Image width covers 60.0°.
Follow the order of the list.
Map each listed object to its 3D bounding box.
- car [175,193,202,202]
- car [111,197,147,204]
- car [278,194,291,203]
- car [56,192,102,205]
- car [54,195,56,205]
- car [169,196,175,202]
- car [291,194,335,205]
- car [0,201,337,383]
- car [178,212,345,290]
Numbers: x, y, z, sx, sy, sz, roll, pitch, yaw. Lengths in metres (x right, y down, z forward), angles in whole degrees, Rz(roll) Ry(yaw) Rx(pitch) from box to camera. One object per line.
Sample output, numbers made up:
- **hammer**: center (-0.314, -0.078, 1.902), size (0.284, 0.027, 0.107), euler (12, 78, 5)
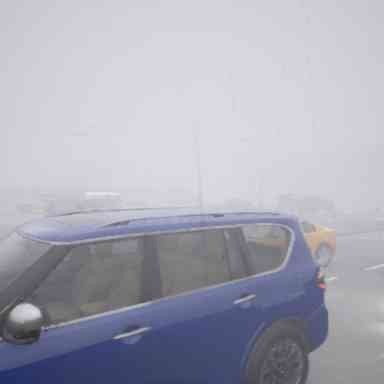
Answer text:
- **car**: center (-0.208, 1.150, 52.936), size (3.866, 1.878, 1.905), euler (0, 0, -35)
- **car**: center (-4.658, 1.392, 29.056), size (3.806, 1.475, 1.970), euler (0, 0, -35)
- **car**: center (11.162, 1.152, 36.941), size (3.866, 1.878, 1.905), euler (0, 0, -35)
- **car**: center (-14.495, 1.148, 42.795), size (4.605, 1.855, 1.932), euler (0, 0, -35)
- **car**: center (-16.116, 1.358, 45.196), size (3.905, 1.438, 1.784), euler (0, 0, -35)
- **car**: center (-1.872, 1.389, 55.305), size (3.806, 1.475, 1.970), euler (0, 0, -35)
- **car**: center (12.790, 1.150, 34.547), size (4.605, 1.855, 1.932), euler (0, 0, -35)
- **car**: center (-0.941, 1.223, 3.308), size (5.566, 2.045, 2.150), euler (0, 0, -35)
- **car**: center (2.214, 1.476, 9.809), size (5.008, 1.535, 1.882), euler (0, 0, -35)
